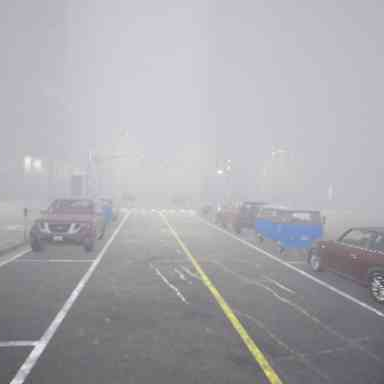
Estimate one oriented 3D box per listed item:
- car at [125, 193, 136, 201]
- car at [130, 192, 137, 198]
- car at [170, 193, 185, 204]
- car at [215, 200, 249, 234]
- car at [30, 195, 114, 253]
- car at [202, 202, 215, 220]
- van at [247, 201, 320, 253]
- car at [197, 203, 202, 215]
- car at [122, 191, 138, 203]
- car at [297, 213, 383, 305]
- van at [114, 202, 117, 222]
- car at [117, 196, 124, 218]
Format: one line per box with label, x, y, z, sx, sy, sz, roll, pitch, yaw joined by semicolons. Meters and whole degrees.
car;-12.330;0.962;67.238;1.947;1.339;4.313;2;0;-8
car;-14.707;0.822;83.828;1.752;1.417;4.829;2;0;-8
car;-2.287;1.112;57.266;2.192;1.841;5.009;2;0;-8
car;3.118;1.389;19.561;2.192;1.841;5.009;2;0;-8
car;-4.538;1.107;12.893;2.192;1.841;5.009;2;0;-8
car;2.325;1.583;25.031;2.008;1.369;4.403;2;0;-8
van;3.902;1.458;14.091;1.690;1.788;3.998;2;0;-8
car;1.540;1.535;30.500;1.887;1.381;4.507;2;0;-8
car;-10.721;0.787;56.065;2.192;1.841;5.009;2;0;-8
car;4.683;1.601;8.624;1.967;1.590;4.097;2;0;-8
van;-5.322;1.090;18.362;1.690;1.788;3.998;2;0;-8
car;-6.087;1.233;23.663;1.752;1.417;4.829;2;0;-8
